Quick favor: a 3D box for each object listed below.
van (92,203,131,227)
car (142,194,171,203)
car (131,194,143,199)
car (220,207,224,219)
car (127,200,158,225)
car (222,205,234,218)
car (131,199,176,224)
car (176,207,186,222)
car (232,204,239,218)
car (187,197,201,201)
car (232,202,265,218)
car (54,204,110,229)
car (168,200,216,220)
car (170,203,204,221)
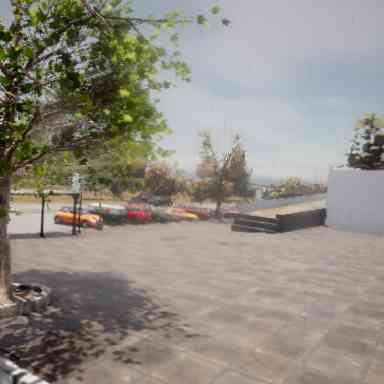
[{"bbox_3d":[-9.006,2.318,34.171,4.442,1.987,1.878,6,3,16],"label":"van"},{"bbox_3d":[-6.030,1.732,61.671,2.150,2.045,5.566,6,2,36],"label":"car"},{"bbox_3d":[-9.025,1.433,62.608,2.150,2.045,5.566,6,2,36],"label":"car"},{"bbox_3d":[1.668,3.107,48.759,4.792,1.488,2.163,6,2,16],"label":"car"},{"bbox_3d":[-7.144,2.390,36.572,5.566,2.045,2.435,7,3,16],"label":"car"},{"bbox_3d":[3.393,3.164,51.193,4.892,1.521,2.231,6,2,16],"label":"car"},{"bbox_3d":[-5.320,2.483,38.998,5.566,2.045,2.435,6,2,16],"label":"car"},{"bbox_3d":[-3.620,2.856,41.454,4.674,1.452,2.002,6,2,16],"label":"car"},{"bbox_3d":[5.178,3.129,53.621,4.553,1.767,2.185,6,2,16],"label":"car"},{"bbox_3d":[0.112,1.804,75.316,1.882,1.535,5.008,6,2,36],"label":"car"},{"bbox_3d":[10.430,3.284,60.944,5.566,2.045,2.435,7,2,16],"label":"car"},{"bbox_3d":[-10.727,2.337,31.739,4.553,1.767,2.185,6,2,16],"label":"car"},{"bbox_3d":[-0.054,2.742,46.309,5.566,2.045,2.435,6,2,16],"label":"car"},{"bbox_3d":[-1.679,2.920,43.837,5.366,1.575,1.946,6,2,16],"label":"car"}]
